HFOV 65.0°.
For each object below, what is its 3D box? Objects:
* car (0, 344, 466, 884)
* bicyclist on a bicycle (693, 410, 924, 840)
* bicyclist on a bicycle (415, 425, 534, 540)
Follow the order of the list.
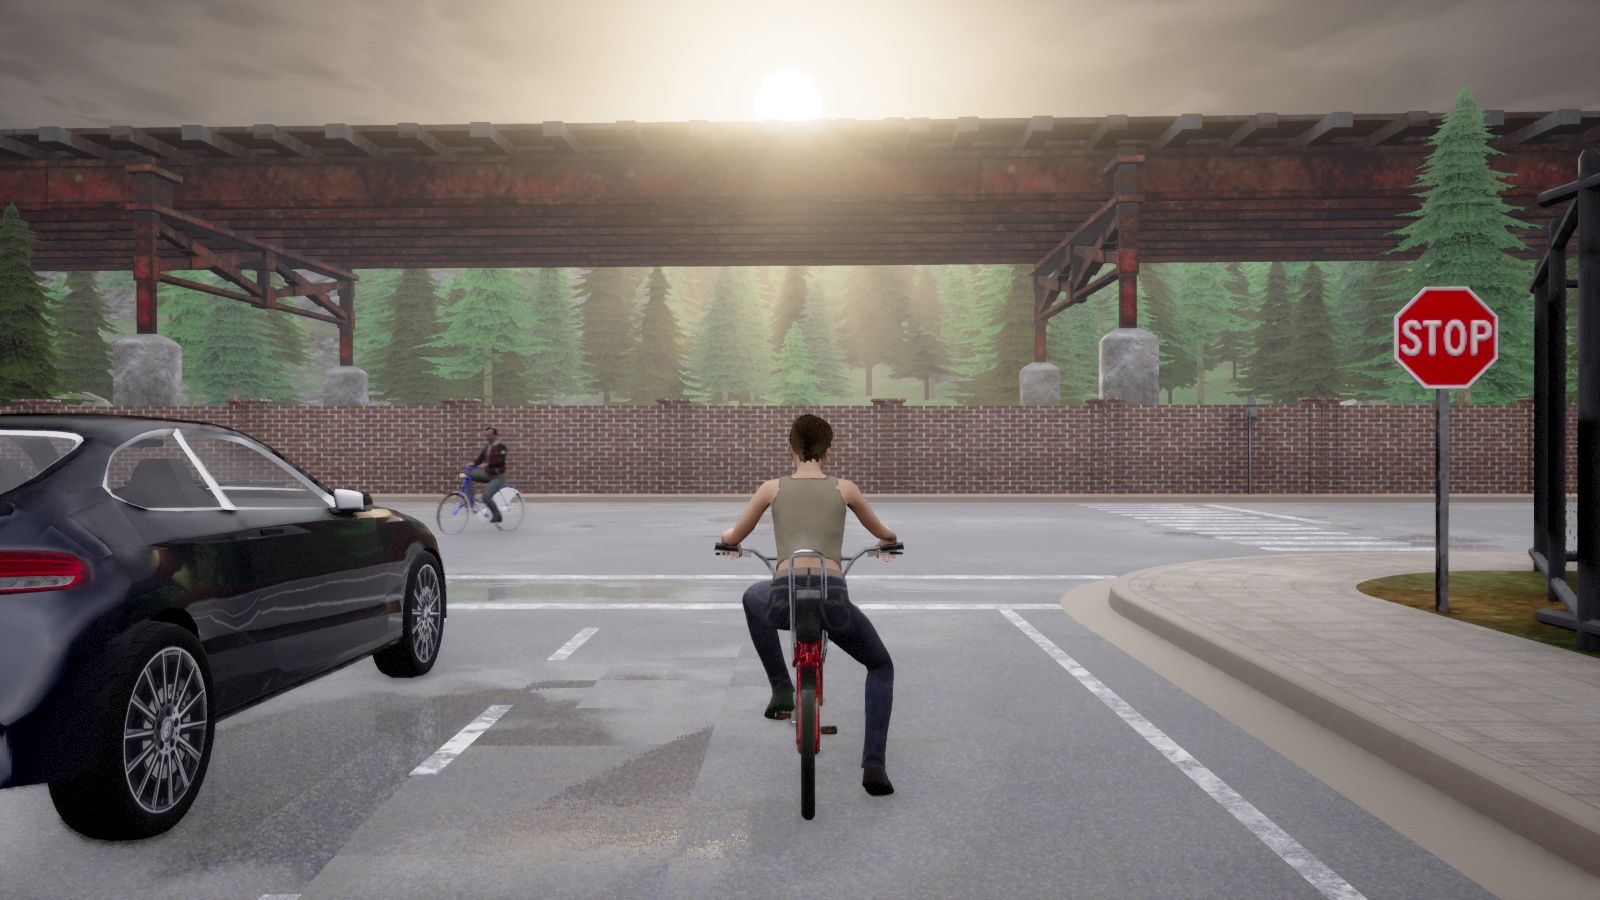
[{"bbox_3d":[-3.448,0.486,6.353,2.152,1.651,5.027,0,0,0],"label":"car"},{"bbox_3d":[0.039,0.652,5.464,0.866,1.612,1.509,0,0,1],"label":"bicyclist on a bicycle"},{"bbox_3d":[-5.272,0.497,20.455,0.659,1.776,1.843,3,1,35],"label":"bicyclist on a bicycle"}]
